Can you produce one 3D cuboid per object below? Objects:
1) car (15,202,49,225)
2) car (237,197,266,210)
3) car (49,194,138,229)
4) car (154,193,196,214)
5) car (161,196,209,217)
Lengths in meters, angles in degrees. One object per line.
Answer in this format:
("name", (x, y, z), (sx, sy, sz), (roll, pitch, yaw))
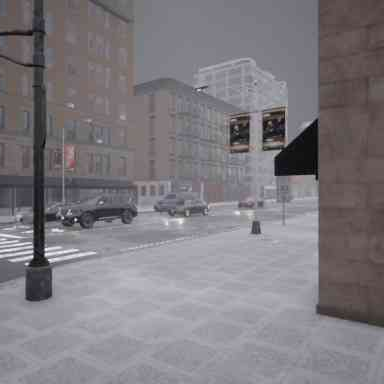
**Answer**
("car", (-9.430, 1.442, 22.733), (2.128, 1.511, 4.902), (0, 0, 35))
("car", (7.333, 1.319, 40.744), (1.882, 1.535, 5.008), (0, 0, 35))
("car", (-6.045, 1.161, 21.888), (2.150, 2.045, 5.566), (0, 0, 35))
("car", (-1.495, 1.114, 33.931), (2.150, 2.045, 5.566), (0, 0, 35))
("car", (-0.261, 1.402, 30.055), (1.837, 1.490, 4.892), (0, 0, 35))
